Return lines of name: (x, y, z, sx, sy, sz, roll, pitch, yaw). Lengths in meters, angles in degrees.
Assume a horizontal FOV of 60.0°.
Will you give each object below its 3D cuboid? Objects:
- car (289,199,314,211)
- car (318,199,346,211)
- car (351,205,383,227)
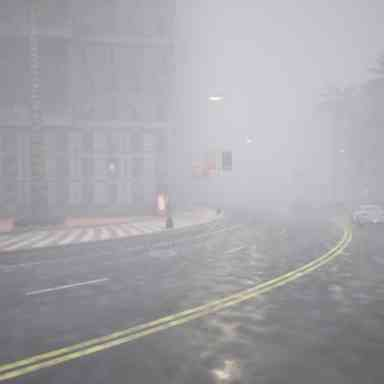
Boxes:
car: (14.452, 1.706, 44.203, 2.128, 1.511, 4.902, 0, 0, -3)
car: (18.032, 1.685, 42.865, 1.837, 1.490, 4.892, 0, -1, -3)
car: (12.324, 1.607, 23.149, 1.812, 1.442, 4.674, 0, 0, 19)
